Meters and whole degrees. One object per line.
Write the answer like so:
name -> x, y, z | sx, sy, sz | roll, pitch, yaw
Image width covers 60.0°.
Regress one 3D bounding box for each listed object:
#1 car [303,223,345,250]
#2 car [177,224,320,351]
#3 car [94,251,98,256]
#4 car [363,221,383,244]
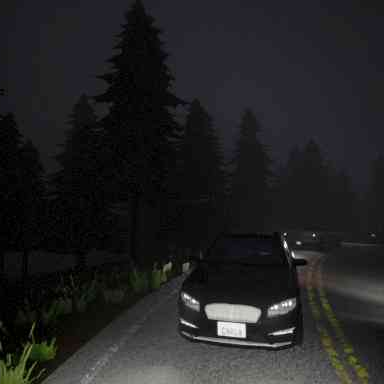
car -> 6.548, 2.313, 17.779 | 1.895, 1.301, 4.718 | -3, -6, 39
car -> 1.139, 1.562, 6.640 | 2.128, 1.511, 4.902 | -1, -2, 15
car -> -20.225, 13.651, 73.019 | 4.181, 1.381, 1.994 | -2, -5, 31
car -> 16.291, 3.285, 26.721 | 5.566, 2.045, 2.150 | 8, -8, -27
